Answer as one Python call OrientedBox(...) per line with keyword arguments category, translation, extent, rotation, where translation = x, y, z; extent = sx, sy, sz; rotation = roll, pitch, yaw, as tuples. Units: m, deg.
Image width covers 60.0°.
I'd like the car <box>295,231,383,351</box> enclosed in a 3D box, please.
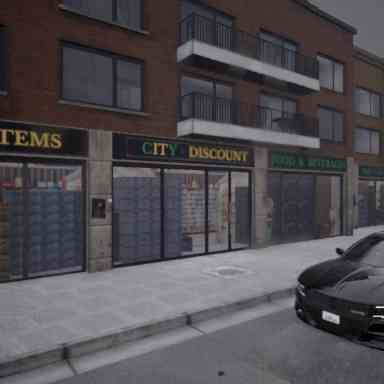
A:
OrientedBox(category="car", translation=(3.962, 1.477, 6.092), extent=(5.008, 1.535, 1.882), rotation=(0, 0, -36))
